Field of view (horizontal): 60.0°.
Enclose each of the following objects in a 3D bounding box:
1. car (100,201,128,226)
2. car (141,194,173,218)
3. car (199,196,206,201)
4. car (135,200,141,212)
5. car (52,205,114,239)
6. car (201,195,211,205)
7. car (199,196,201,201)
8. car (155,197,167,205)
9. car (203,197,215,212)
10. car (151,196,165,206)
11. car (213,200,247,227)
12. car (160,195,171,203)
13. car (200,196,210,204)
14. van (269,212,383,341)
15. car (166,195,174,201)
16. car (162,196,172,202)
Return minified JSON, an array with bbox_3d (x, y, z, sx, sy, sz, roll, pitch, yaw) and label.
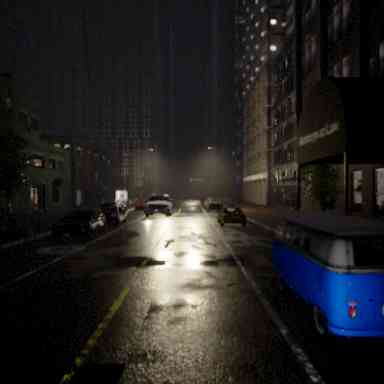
[{"bbox_3d":[-5.705,1.461,22.870,1.967,1.590,4.097,0,0,0],"label":"car"},{"bbox_3d":[-3.015,1.248,31.003,2.150,2.045,5.566,0,0,0],"label":"car"},{"bbox_3d":[2.772,1.673,89.169,1.802,1.307,4.206,0,0,0],"label":"car"},{"bbox_3d":[-5.713,1.618,39.443,1.802,1.307,4.206,0,0,0],"label":"car"},{"bbox_3d":[-5.702,1.582,17.346,1.947,1.339,4.313,0,0,0],"label":"car"},{"bbox_3d":[2.661,1.571,50.669,1.752,1.417,4.829,0,0,0],"label":"car"},{"bbox_3d":[2.655,1.373,61.548,2.192,1.841,5.009,0,0,0],"label":"car"},{"bbox_3d":[-5.724,1.642,61.540,1.802,1.307,4.206,0,0,0],"label":"car"},{"bbox_3d":[2.667,1.584,39.451,2.008,1.369,4.403,0,0,0],"label":"car"},{"bbox_3d":[-5.722,1.494,56.015,1.967,1.590,4.097,0,0,0],"label":"car"},{"bbox_3d":[2.675,1.544,23.047,1.752,1.417,4.829,0,0,0],"label":"car"},{"bbox_3d":[-5.730,1.514,72.588,1.967,1.590,4.097,0,0,0],"label":"car"},{"bbox_3d":[2.653,1.609,67.072,1.887,1.381,4.507,0,0,0],"label":"car"},{"bbox_3d":[2.682,1.345,6.306,1.690,1.788,3.998,0,0,0],"label":"van"},{"bbox_3d":[-5.866,1.637,87.788,1.887,1.381,4.507,0,0,0],"label":"car"},{"bbox_3d":[-5.791,1.646,78.111,1.947,1.339,4.313,0,0,0],"label":"car"}]
